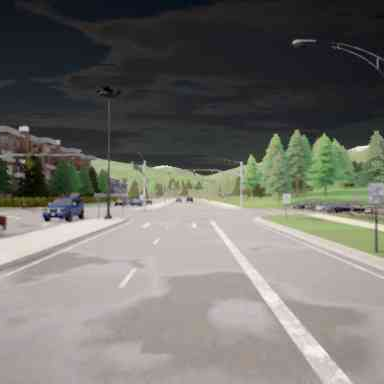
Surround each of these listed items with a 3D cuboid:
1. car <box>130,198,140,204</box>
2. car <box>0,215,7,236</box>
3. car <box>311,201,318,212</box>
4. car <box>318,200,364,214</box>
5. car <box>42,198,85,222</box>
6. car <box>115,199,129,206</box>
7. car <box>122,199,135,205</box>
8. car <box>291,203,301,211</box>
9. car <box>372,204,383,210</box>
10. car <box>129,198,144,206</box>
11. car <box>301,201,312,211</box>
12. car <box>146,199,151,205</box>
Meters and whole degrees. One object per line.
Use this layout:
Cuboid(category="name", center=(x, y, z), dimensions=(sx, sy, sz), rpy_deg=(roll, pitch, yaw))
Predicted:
Cuboid(category="car", center=(-15.498, 2.501, 90.892), dimensions=(1.882, 1.535, 5.008), rpy_deg=(0, -1, -1))
Cuboid(category="car", center=(-11.560, 1.671, 17.078), dimensions=(1.882, 1.535, 5.008), rpy_deg=(0, -1, 0))
Cuboid(category="car", center=(18.710, 2.093, 43.712), dimensions=(4.718, 1.301, 1.895), rpy_deg=(0, -1, 0))
Cuboid(category="car", center=(18.163, 1.805, 40.211), dimensions=(4.553, 1.767, 2.097), rpy_deg=(0, -1, 0))
Cuboid(category="car", center=(-11.605, 1.569, 30.553), dimensions=(2.150, 2.045, 5.566), rpy_deg=(0, -1, 0))
Cuboid(category="car", center=(-15.193, 2.279, 71.161), dimensions=(1.882, 1.535, 5.008), rpy_deg=(0, -1, -1))
Cuboid(category="car", center=(-15.340, 2.433, 80.636), dimensions=(2.128, 1.511, 4.902), rpy_deg=(0, -1, -1))
Cuboid(category="car", center=(17.654, 2.062, 50.707), dimensions=(4.902, 1.511, 2.128), rpy_deg=(0, -1, 0))
Cuboid(category="car", center=(29.891, 2.064, 50.778), dimensions=(4.902, 1.511, 2.128), rpy_deg=(0, -1, 0))
Cuboid(category="car", center=(-11.696, 2.282, 71.400), dimensions=(1.882, 1.535, 5.008), rpy_deg=(0, -1, -1))
Cuboid(category="car", center=(18.590, 2.023, 47.210), dimensions=(4.902, 1.511, 2.128), rpy_deg=(0, -1, 0))
Cuboid(category="car", center=(-11.846, 2.453, 81.102), dimensions=(2.033, 1.411, 5.357), rpy_deg=(0, -1, -1))
